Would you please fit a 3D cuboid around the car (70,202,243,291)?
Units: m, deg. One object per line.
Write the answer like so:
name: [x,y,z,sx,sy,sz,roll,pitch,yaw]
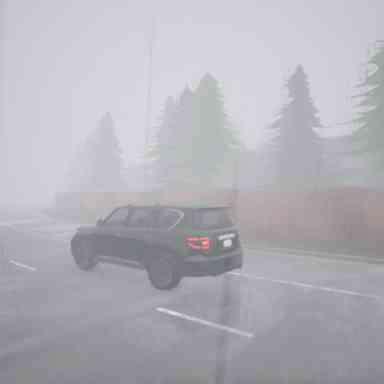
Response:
car: [-1.228,1.311,9.539,5.566,2.045,2.150,0,-1,40]
